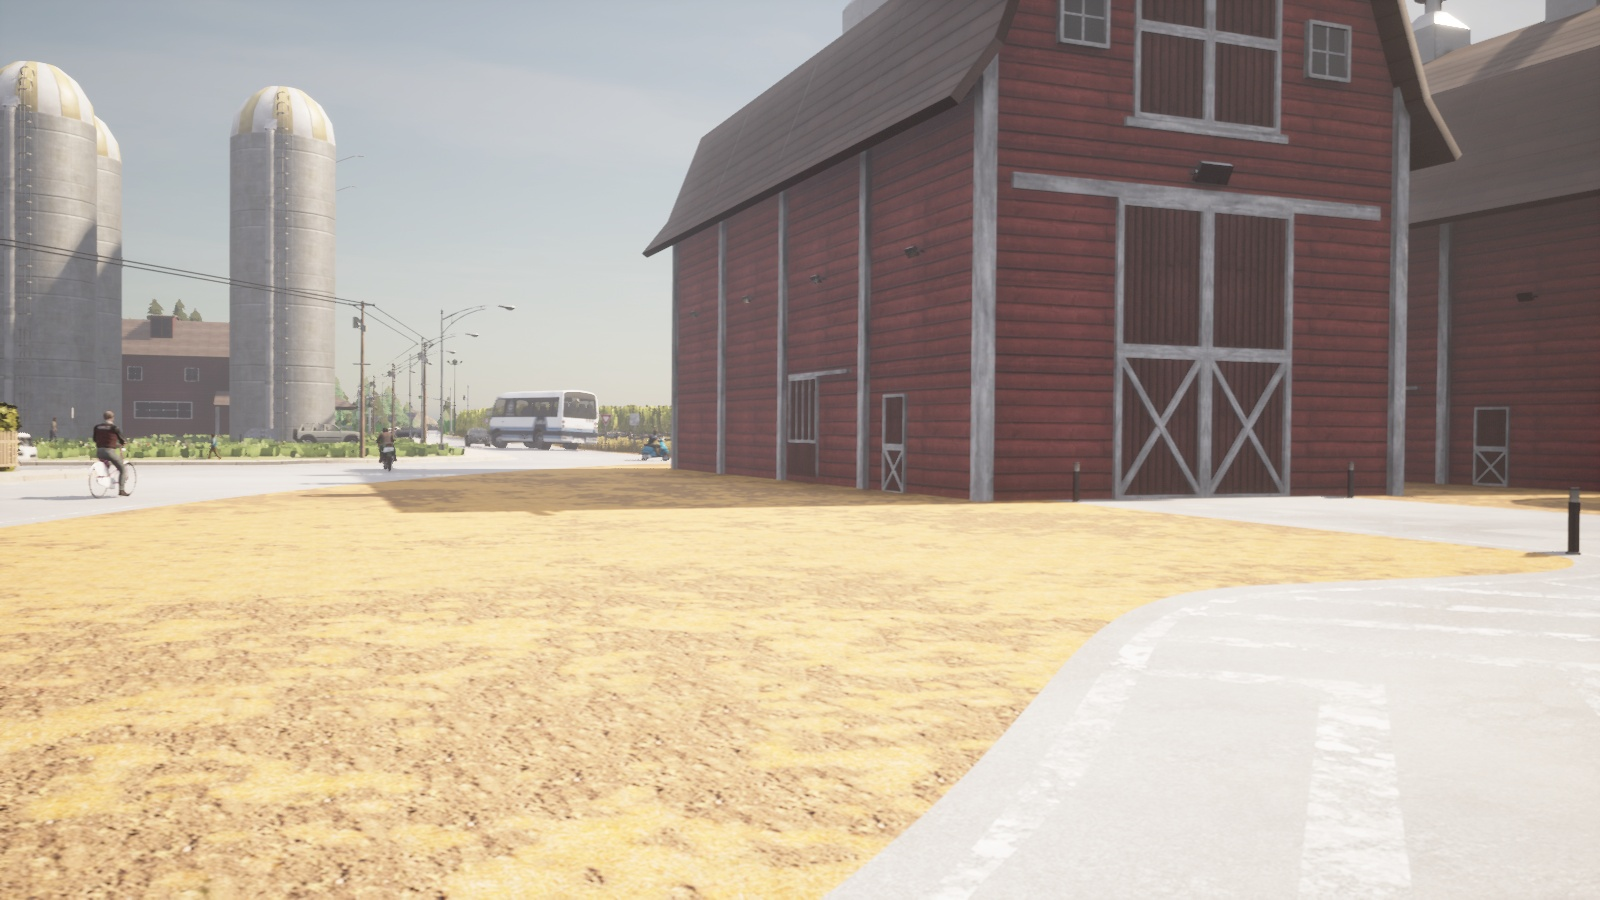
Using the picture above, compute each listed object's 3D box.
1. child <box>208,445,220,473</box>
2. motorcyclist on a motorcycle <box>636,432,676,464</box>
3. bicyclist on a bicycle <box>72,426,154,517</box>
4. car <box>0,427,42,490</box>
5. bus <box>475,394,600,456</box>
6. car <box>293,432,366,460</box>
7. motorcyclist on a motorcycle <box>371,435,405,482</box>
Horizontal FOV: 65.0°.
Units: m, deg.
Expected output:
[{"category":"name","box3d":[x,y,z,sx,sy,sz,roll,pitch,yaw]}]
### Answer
[{"category":"child","box3d":[-24.658,0.375,52.849,0.448,1.192,0.343,-1,1,-28]},{"category":"motorcyclist on a motorcycle","box3d":[-7.142,-0.087,62.211,1.817,1.590,0.866,0,0,29]},{"category":"bicyclist on a bicycle","box3d":[-13.948,0.400,25.556,0.659,1.776,1.843,-1,1,-1]},{"category":"car","box3d":[-28.395,0.312,41.364,5.566,2.045,2.150,-1,1,-21]},{"category":"bus","box3d":[-19.394,-1.760,92.219,3.944,4.253,10.273,2,-1,-44]},{"category":"car","box3d":[-32.476,-0.307,86.704,4.605,1.855,1.932,-1,1,-22]},{"category":"motorcyclist on a motorcycle","box3d":[-14.222,0.275,43.295,0.797,1.523,2.044,-4,2,-24]}]
